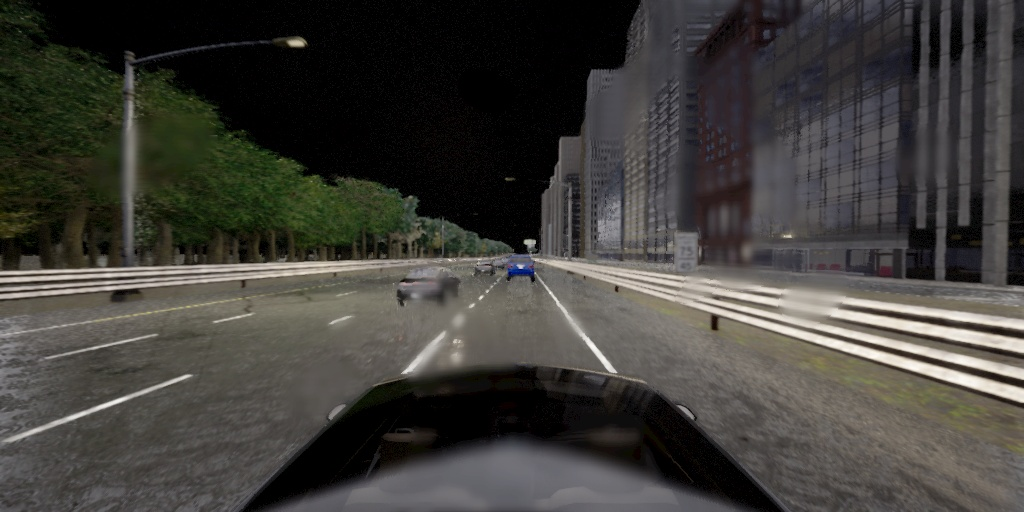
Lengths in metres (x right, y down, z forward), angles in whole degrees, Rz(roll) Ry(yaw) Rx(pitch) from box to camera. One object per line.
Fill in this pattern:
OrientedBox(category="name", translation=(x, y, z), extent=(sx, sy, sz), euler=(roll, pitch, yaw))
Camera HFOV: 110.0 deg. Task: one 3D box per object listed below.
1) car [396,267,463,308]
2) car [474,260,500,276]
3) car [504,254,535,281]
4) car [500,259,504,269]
OrientedBox(category="car", translation=(-3.270, 1.214, 14.982), extent=(2.128, 1.511, 4.902), euler=(0, 0, 2))
OrientedBox(category="car", translation=(-2.697, 1.215, 36.661), extent=(2.128, 1.511, 4.902), euler=(0, 0, 1))
OrientedBox(category="car", translation=(0.764, 0.975, 30.305), extent=(2.150, 2.045, 5.566), euler=(1, 0, 2))
OrientedBox(category="car", translation=(-2.214, 1.303, 56.641), extent=(1.994, 1.385, 4.181), euler=(0, 0, 1))
